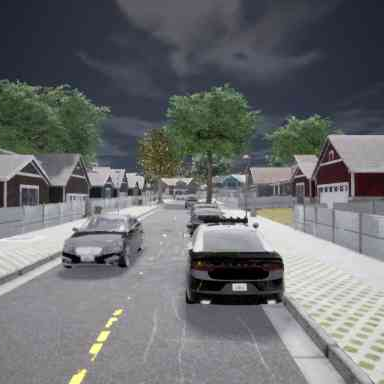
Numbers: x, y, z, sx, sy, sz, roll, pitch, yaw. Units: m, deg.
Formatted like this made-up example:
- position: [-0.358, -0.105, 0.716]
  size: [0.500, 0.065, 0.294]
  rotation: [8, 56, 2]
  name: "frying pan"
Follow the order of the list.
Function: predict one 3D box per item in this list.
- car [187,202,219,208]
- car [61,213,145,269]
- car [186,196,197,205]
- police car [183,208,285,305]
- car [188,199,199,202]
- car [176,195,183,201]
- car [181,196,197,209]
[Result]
- position: [0.798, 1.504, 18.179]
  size: [1.837, 1.490, 4.892]
  rotation: [0, 0, 0]
  name: "car"
- position: [-2.769, 1.492, 11.264]
  size: [2.128, 1.511, 4.902]
  rotation: [0, 0, 0]
  name: "car"
- position: [-0.085, 1.513, 60.480]
  size: [1.812, 1.442, 4.674]
  rotation: [0, 0, 0]
  name: "car"
- position: [0.813, 1.426, 8.286]
  size: [1.930, 1.638, 5.238]
  rotation: [0, 0, 0]
  name: "police car"
- position: [0.790, 1.502, 24.180]
  size: [1.837, 1.490, 4.892]
  rotation: [0, 0, 0]
  name: "car"
- position: [-2.870, 1.525, 83.463]
  size: [1.812, 1.442, 4.674]
  rotation: [0, 0, 0]
  name: "car"
- position: [-0.033, 1.480, 46.084]
  size: [2.128, 1.511, 4.902]
  rotation: [0, 0, 0]
  name: "car"
